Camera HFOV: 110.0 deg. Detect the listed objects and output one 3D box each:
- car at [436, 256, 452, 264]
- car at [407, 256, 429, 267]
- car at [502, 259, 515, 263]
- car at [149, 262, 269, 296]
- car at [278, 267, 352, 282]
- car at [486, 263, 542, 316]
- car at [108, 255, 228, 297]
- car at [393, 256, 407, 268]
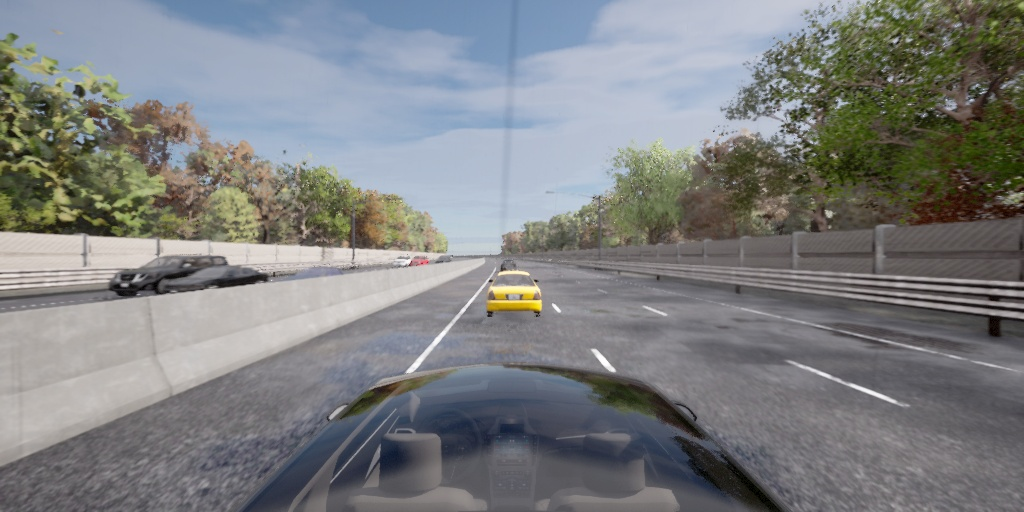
[{"bbox_3d":[-11.561,0.963,61.530,2.150,2.045,5.566,0,0,-1],"label":"car"},{"bbox_3d":[-14.978,0.961,58.487,2.150,2.045,5.566,0,0,-1],"label":"car"},{"bbox_3d":[-0.458,1.175,45.301,2.033,1.649,4.856,0,0,-1],"label":"car"},{"bbox_3d":[-14.183,1.228,17.510,1.882,1.535,5.008,0,0,-1],"label":"car"},{"bbox_3d":[-10.706,1.297,19.974,2.033,1.411,5.357,0,0,-1],"label":"car"},{"bbox_3d":[0.050,1.205,13.281,1.801,1.575,5.366,0,0,0],"label":"car"},{"bbox_3d":[-17.697,0.972,19.116,2.150,2.045,5.566,0,0,-1],"label":"car"},{"bbox_3d":[-18.550,0.961,61.191,2.150,2.045,5.566,0,0,-1],"label":"car"}]
